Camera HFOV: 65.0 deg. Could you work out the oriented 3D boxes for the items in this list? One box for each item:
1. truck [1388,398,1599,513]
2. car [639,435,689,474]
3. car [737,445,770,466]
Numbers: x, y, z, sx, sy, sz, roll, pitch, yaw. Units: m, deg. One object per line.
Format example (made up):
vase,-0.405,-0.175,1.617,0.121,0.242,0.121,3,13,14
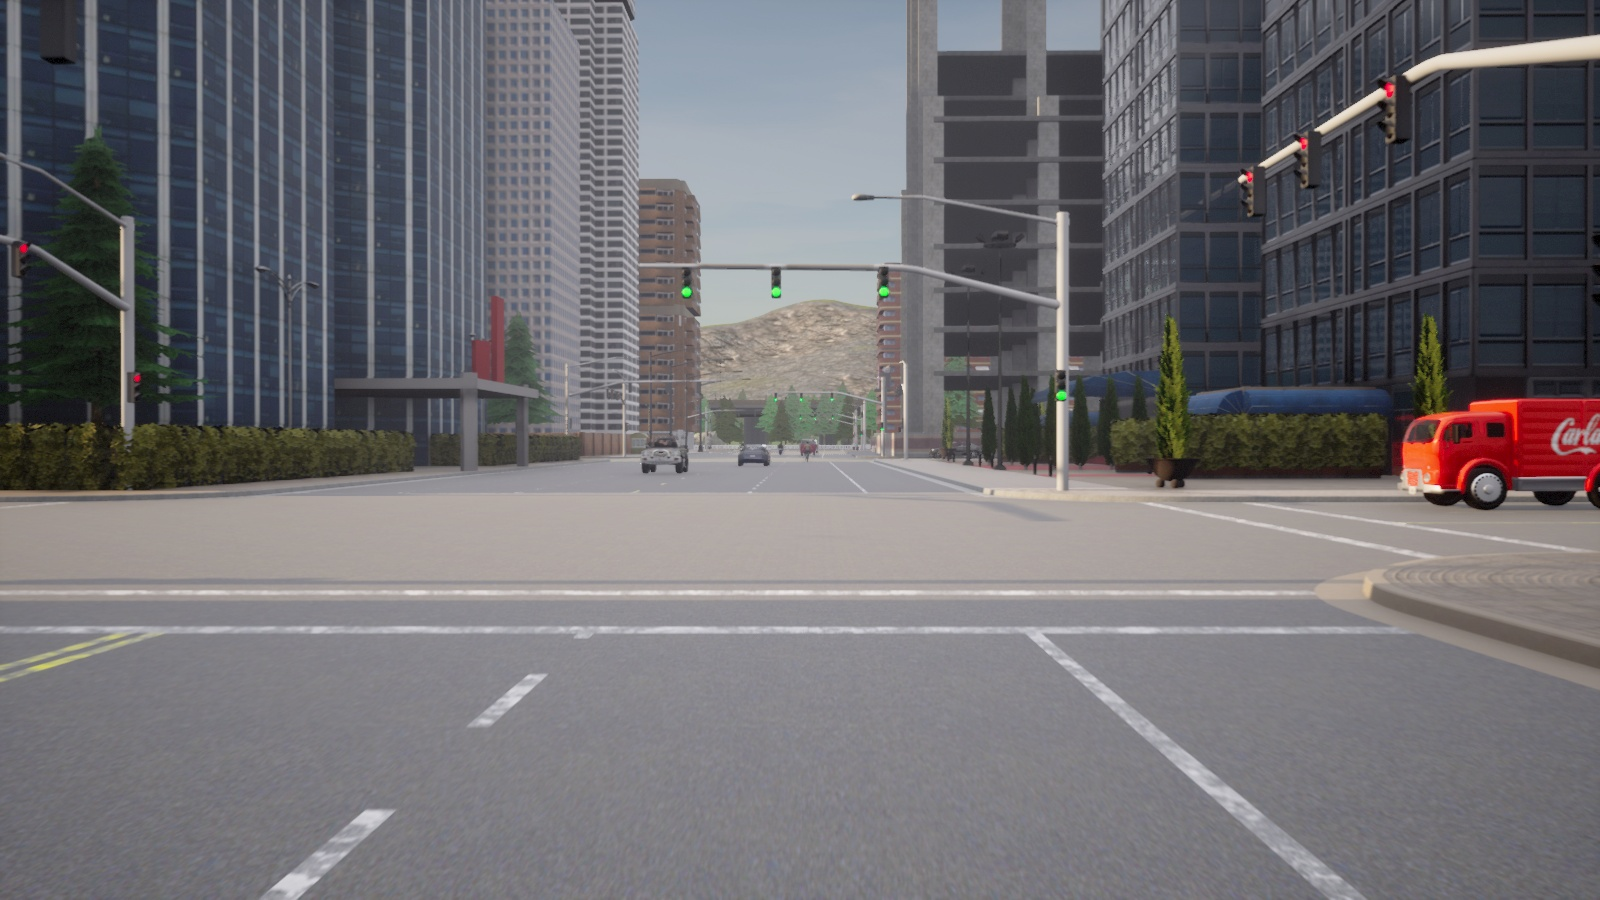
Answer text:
truck,16.511,0.110,28.413,5.204,2.467,2.627,0,0,1
car,-6.629,0.210,61.676,1.932,1.855,4.605,0,0,0
car,-3.011,0.344,82.242,1.994,1.385,4.181,0,0,0
